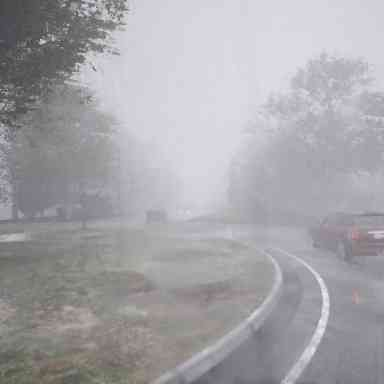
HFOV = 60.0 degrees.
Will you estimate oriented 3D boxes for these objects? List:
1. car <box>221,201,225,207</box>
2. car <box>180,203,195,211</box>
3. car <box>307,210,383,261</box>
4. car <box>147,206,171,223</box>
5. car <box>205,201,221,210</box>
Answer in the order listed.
[{"bbox_3d":[6.471,2.715,77.307,2.033,1.411,5.357,-1,-1,12],"label":"car"},{"bbox_3d":[-0.776,2.660,60.591,1.812,1.442,4.674,-1,-1,13],"label":"car"},{"bbox_3d":[6.179,1.517,13.105,2.097,1.767,4.553,-1,-1,1],"label":"car"},{"bbox_3d":[-3.205,2.120,32.034,1.882,1.535,5.008,-2,-1,-1],"label":"car"},{"bbox_3d":[3.879,2.634,65.184,1.882,1.535,5.008,-1,-2,13],"label":"car"}]
